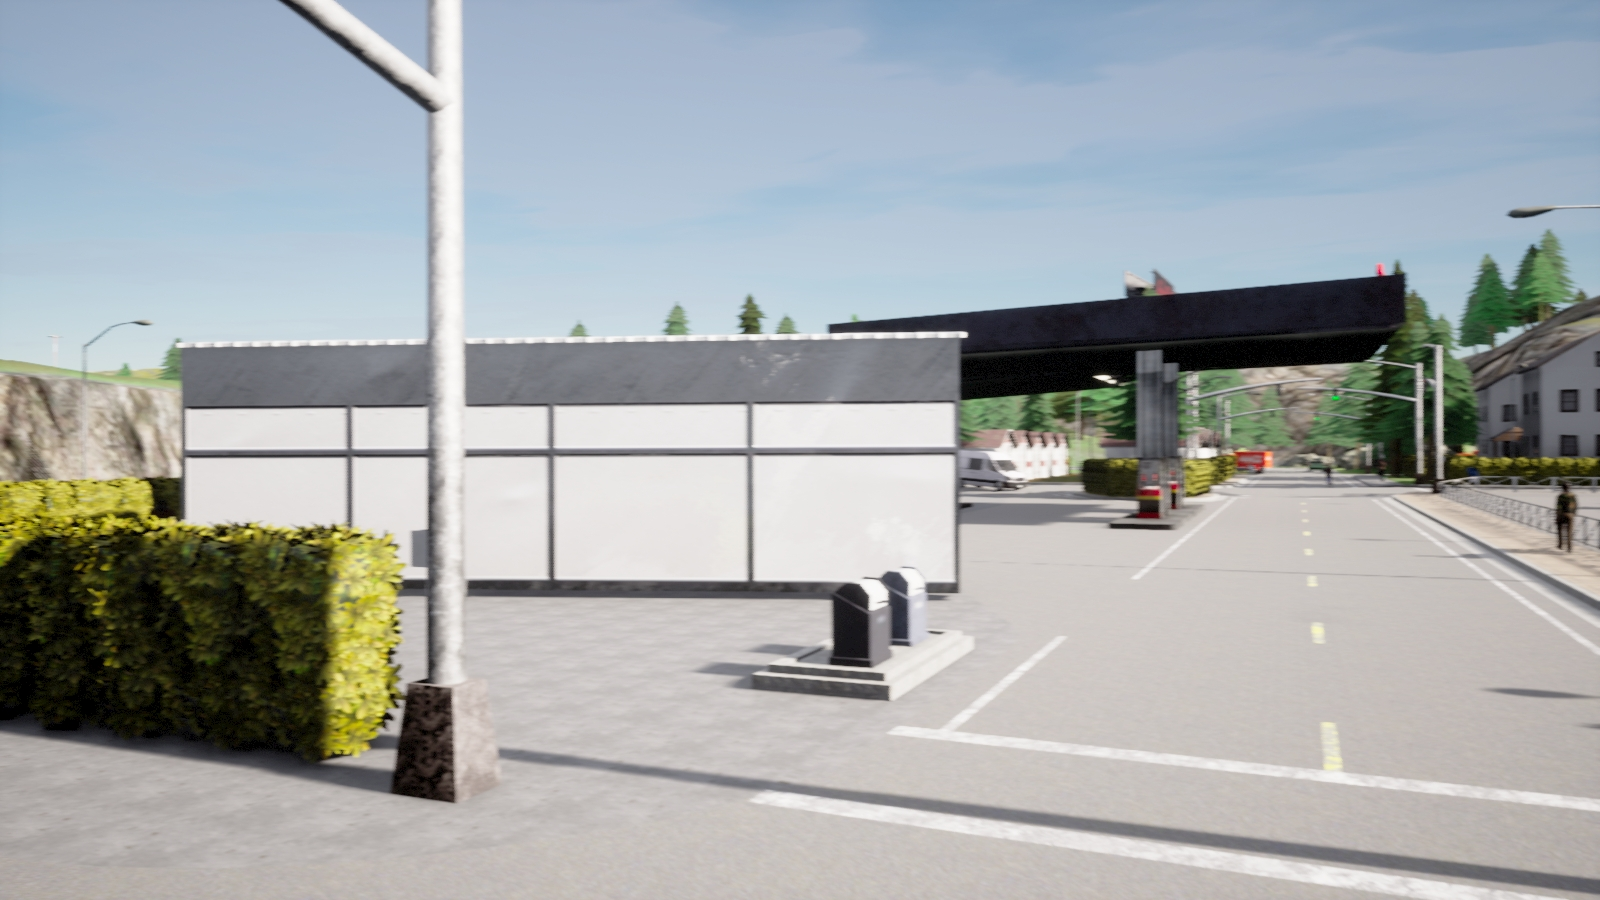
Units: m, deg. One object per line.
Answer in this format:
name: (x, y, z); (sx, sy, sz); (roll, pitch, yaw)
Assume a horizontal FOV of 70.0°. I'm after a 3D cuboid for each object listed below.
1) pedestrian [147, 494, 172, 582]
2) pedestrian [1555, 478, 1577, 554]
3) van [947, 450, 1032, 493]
pedestrian: (-13.844, 1.900, 24.692); (0.375, 1.860, 0.375); (0, 0, -15)
pedestrian: (19.007, 1.618, 28.352); (0.375, 1.860, 0.375); (0, 0, 22)
van: (12.580, 1.378, 76.349); (1.988, 2.561, 5.915); (1, 2, -34)
